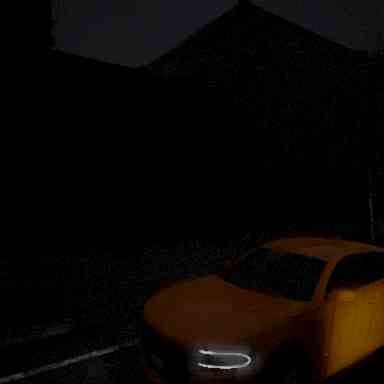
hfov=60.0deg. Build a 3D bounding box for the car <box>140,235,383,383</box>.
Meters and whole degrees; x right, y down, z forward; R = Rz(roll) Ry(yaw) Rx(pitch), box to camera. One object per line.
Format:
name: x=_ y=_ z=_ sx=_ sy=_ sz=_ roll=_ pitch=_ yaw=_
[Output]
car: x=1.675 y=1.463 z=4.860 sx=5.008 sy=1.535 sz=1.882 roll=0 pitch=0 yaw=-35
